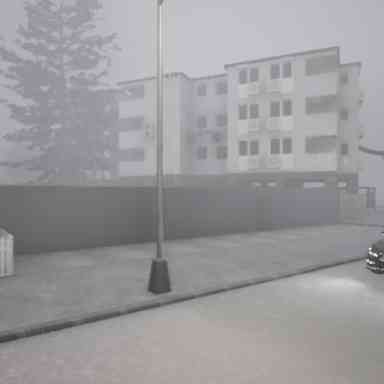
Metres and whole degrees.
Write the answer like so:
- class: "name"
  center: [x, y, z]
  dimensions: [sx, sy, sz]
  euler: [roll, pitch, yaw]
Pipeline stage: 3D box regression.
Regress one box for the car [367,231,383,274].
- class: "car"
  center: [6.811, 1.507, 9.339]
  dimensions: [4.892, 1.490, 1.837]
  euler: [0, 0, -35]
